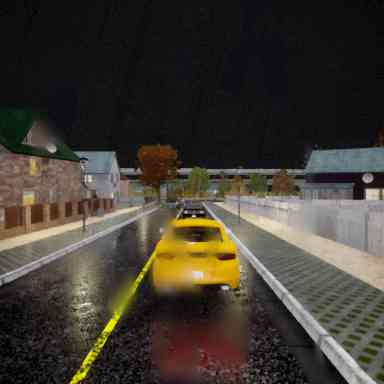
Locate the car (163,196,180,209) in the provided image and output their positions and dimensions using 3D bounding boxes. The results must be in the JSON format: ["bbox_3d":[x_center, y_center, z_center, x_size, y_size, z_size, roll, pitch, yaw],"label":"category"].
[{"bbox_3d":[-2.654,1.366,44.639,2.097,1.767,4.553,0,0,0],"label":"car"}]

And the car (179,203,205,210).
[{"bbox_3d":[0.153,1.600,28.173,1.895,1.301,4.718,0,0,0],"label":"car"}]

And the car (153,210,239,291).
[{"bbox_3d":[0.101,1.474,9.062,1.882,1.535,5.008,0,0,0],"label":"car"}]
